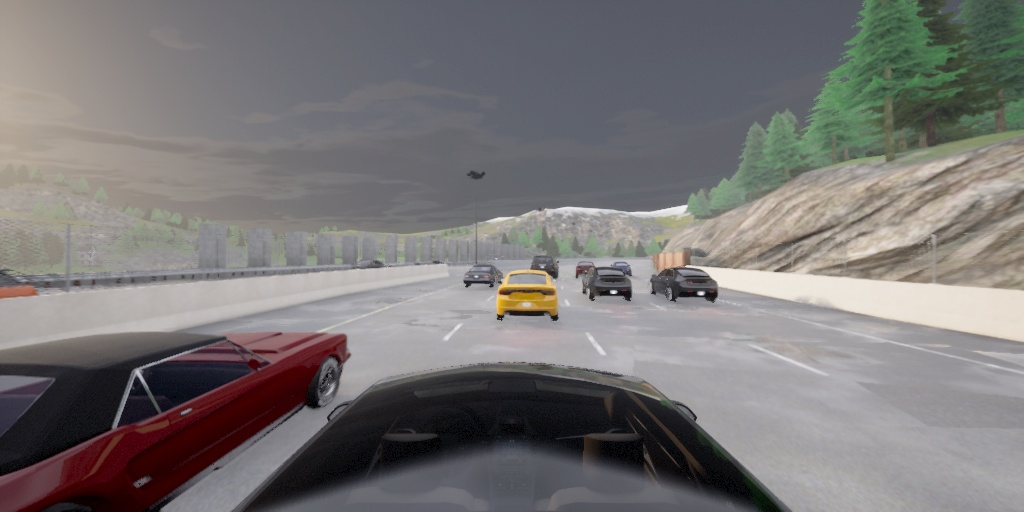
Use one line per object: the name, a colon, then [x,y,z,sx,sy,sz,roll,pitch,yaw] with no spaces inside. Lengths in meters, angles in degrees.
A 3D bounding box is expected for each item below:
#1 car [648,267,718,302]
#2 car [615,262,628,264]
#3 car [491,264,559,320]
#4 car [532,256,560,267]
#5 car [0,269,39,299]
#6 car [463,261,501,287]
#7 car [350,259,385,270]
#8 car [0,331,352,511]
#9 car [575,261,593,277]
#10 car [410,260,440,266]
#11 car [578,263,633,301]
car: [7.980,1.275,17.104,1.837,1.490,4.892,0,0,5]
car: [11.244,1.304,37.106,1.812,1.442,4.674,0,0,13]
car: [0.580,1.229,12.669,1.882,1.535,5.008,0,0,4]
car: [2.921,0.979,31.415,2.150,2.045,5.566,0,0,10]
car: [-13.880,1.067,7.783,2.097,1.767,4.553,0,0,2]
car: [-1.813,1.293,24.011,2.033,1.411,5.357,0,0,8]
car: [-16.650,1.215,41.514,1.837,1.490,4.892,0,-1,13]
car: [-3.339,1.343,3.220,1.895,1.301,4.718,0,0,1]
car: [7.298,1.246,35.432,1.882,1.535,5.008,0,0,12]
car: [-9.571,1.233,41.135,1.837,1.490,4.892,0,-1,13]
car: [4.502,1.266,17.481,1.837,1.490,4.892,0,0,5]
